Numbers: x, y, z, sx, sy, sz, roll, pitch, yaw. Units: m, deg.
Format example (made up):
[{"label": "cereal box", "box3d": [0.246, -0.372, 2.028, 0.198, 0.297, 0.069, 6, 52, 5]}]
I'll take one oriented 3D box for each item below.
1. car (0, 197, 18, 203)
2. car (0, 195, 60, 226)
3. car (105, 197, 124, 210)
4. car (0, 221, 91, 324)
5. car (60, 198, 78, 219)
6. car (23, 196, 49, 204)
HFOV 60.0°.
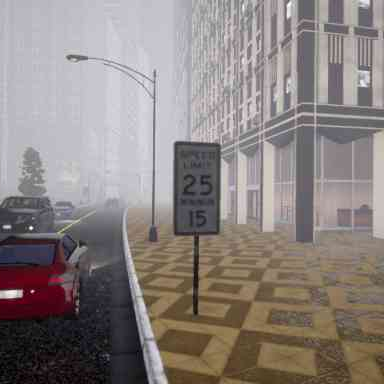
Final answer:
[{"label": "car", "box3d": [-43.424, 1.815, 77.861, 4.313, 1.339, 1.947, 0, 1, 1]}, {"label": "car", "box3d": [-8.754, 1.202, 17.480, 2.150, 2.045, 5.566, 1, 0, -12]}, {"label": "car", "box3d": [-10.494, 1.530, 44.206, 1.837, 1.490, 4.892, 1, 0, -9]}, {"label": "car", "box3d": [-3.290, 1.568, 7.152, 1.994, 1.385, 4.181, 1, 0, -13]}, {"label": "car", "box3d": [-10.970, 1.511, 28.498, 1.812, 1.442, 4.674, 1, 0, -11]}, {"label": "car", "box3d": [-32.390, 1.658, 69.197, 4.403, 1.369, 2.008, 0, 1, 1]}]
